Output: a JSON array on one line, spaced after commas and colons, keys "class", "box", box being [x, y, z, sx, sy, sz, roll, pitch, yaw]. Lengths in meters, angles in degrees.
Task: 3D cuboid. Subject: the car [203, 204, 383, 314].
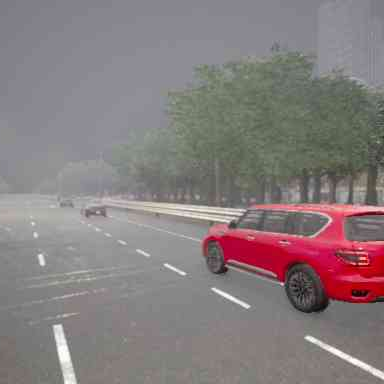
[{"class": "car", "box": [2.343, 1.288, 8.150, 2.150, 2.045, 5.566, 1, 0, -27]}]

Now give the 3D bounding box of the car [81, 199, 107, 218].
[{"class": "car", "box": [-9.372, 1.654, 31.611, 1.812, 1.442, 4.674, 1, 0, -27]}]

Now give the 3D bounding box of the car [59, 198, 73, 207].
[{"class": "car", "box": [-20.205, 1.671, 53.467, 2.128, 1.511, 4.902, 0, 0, -25]}]
